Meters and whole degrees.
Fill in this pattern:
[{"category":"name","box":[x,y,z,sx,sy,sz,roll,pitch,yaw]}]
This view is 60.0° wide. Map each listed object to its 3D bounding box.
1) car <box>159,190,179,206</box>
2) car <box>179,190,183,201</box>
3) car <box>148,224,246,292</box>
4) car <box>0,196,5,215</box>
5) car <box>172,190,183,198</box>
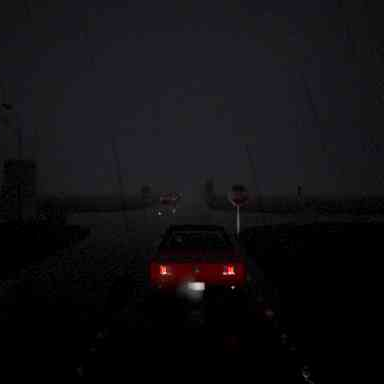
[{"category":"car","box":[-2.824,0.843,39.442,1.882,1.535,5.008,0,1,-1]},{"category":"car","box":[-2.838,0.651,50.332,1.882,1.535,5.008,0,1,0]},{"category":"car","box":[0.097,1.469,8.526,1.895,1.301,4.718,0,1,0]},{"category":"car","box":[-15.307,1.020,25.931,5.008,1.535,1.882,0,1,1]},{"category":"car","box":[-2.768,0.414,64.913,1.837,1.490,4.892,0,1,0]}]
